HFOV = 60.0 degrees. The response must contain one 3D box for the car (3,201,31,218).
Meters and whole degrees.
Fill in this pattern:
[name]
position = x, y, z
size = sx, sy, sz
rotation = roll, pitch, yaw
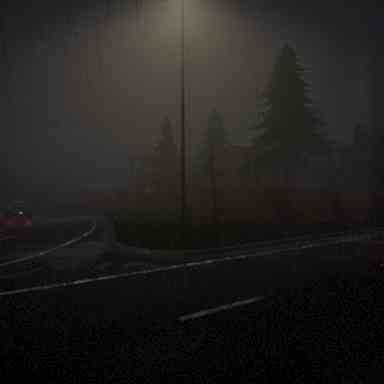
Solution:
[car]
position = -15.604, 1.526, 29.714
size = 1.812, 1.442, 4.674
rotation = 0, 0, -34
